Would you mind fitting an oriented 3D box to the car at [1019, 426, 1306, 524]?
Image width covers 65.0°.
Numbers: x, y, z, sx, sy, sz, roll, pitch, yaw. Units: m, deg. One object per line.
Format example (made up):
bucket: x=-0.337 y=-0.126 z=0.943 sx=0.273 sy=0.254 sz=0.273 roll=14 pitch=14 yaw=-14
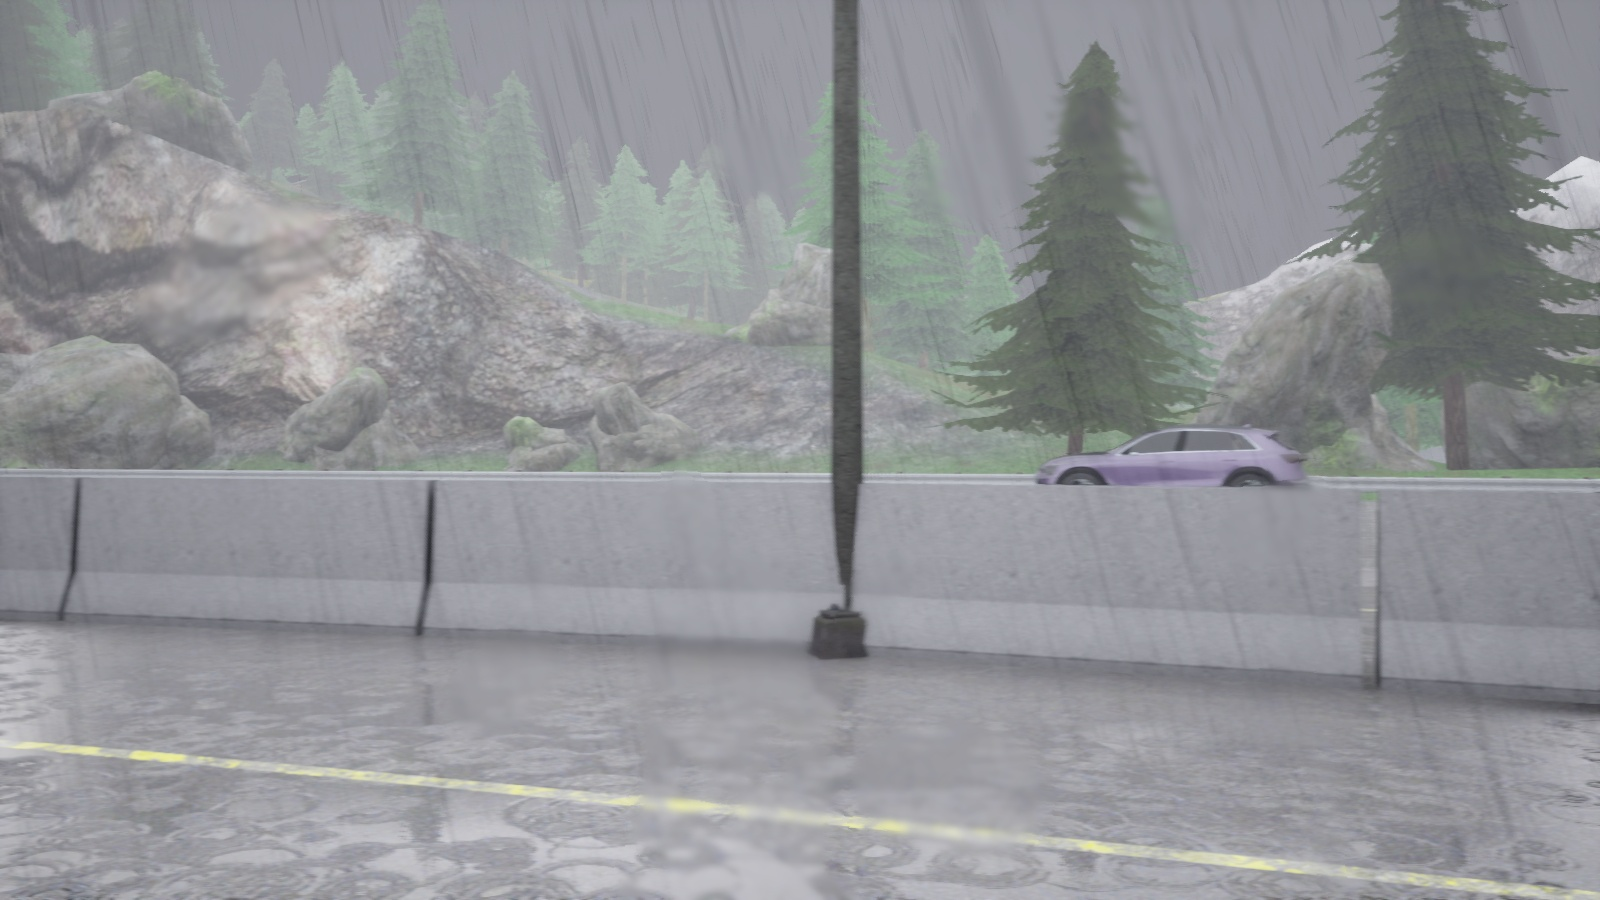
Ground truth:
car: x=6.638 y=0.401 z=23.137 sx=4.856 sy=1.649 sz=2.033 roll=1 pitch=1 yaw=19
